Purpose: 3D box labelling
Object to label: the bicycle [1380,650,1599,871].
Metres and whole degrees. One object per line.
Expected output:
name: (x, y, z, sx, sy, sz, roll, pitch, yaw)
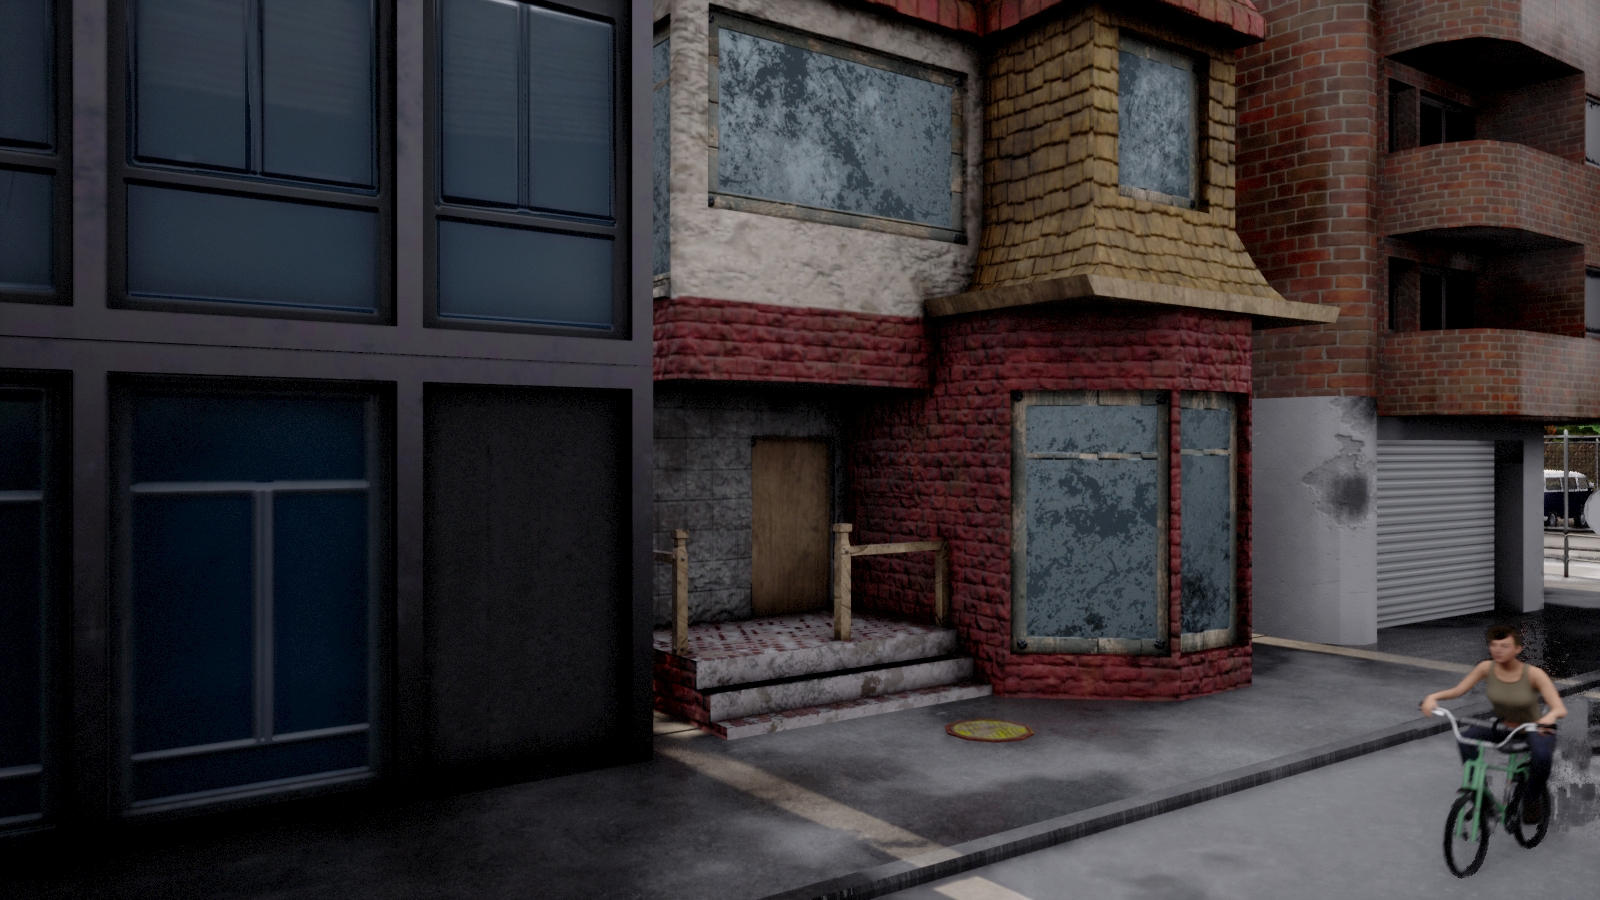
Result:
bicycle: (4.754, 2.033, 7.760, 1.487, 1.080, 0.859, 0, 0, -36)
